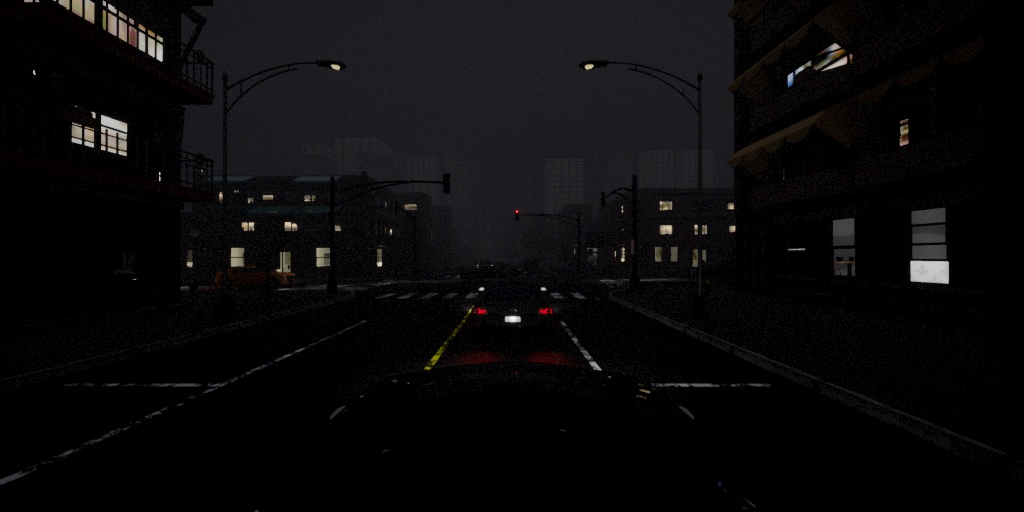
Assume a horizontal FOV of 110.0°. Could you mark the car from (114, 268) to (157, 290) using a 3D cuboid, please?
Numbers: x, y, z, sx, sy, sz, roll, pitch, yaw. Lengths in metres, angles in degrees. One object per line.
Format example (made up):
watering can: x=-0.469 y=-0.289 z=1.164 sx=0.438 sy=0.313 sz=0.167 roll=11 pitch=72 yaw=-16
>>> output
car: x=-27.688 y=1.586 z=25.059 sx=4.674 sy=1.442 sz=1.812 roll=-1 pitch=0 yaw=0

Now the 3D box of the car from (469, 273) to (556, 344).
car: x=0.016 y=1.315 z=9.647 sx=1.994 sy=1.385 sz=4.181 roll=0 pitch=0 yaw=0

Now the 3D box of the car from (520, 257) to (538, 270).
car: x=2.735 y=1.092 z=52.039 sx=2.192 sy=1.841 sz=5.009 roll=0 pitch=0 yaw=0

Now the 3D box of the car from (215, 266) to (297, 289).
car: x=-17.776 y=1.420 z=25.055 sx=5.008 sy=1.535 sz=1.882 roll=-1 pitch=0 yaw=0

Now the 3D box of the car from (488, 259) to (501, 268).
car: x=-3.013 y=1.338 z=63.118 sx=2.033 sy=1.411 sz=5.357 roll=0 pitch=0 yaw=1

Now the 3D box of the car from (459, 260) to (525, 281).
car: x=-1.641 y=1.248 z=28.247 sx=4.902 sy=1.511 sz=2.128 roll=0 pitch=0 yaw=0

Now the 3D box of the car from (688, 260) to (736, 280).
car: x=16.624 y=1.042 z=28.245 sx=4.902 sy=1.511 sz=2.128 roll=-1 pitch=0 yaw=0

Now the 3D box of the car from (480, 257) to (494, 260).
car: x=-3.001 y=1.117 z=40.711 sx=2.097 sy=1.767 sz=4.553 roll=0 pitch=0 yaw=-2
